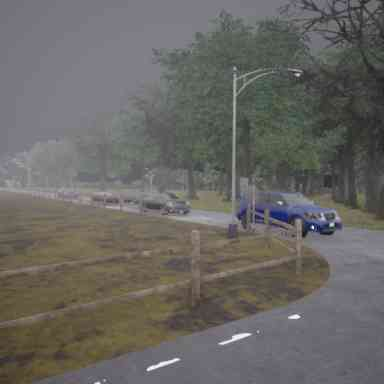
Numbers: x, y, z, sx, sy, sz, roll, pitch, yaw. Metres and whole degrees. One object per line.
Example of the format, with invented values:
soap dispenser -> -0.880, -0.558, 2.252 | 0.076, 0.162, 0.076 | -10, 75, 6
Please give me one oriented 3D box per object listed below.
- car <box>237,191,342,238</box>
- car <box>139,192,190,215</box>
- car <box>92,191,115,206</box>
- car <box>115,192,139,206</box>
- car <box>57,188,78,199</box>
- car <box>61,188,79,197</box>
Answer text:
car -> 4.579, 0.986, 16.610 | 2.150, 2.045, 5.566 | 0, 1, -31
car -> -2.059, 0.838, 26.425 | 2.097, 1.767, 4.553 | 0, 1, -35
car -> -9.717, 0.649, 37.207 | 1.882, 1.535, 5.008 | 0, 1, -35
car -> -6.542, 0.700, 37.818 | 2.128, 1.511, 4.902 | 0, 1, -35
car -> -18.663, 0.215, 49.932 | 2.097, 1.767, 4.553 | 0, 1, -35
car -> -21.784, 0.085, 59.228 | 1.837, 1.490, 4.892 | 0, 1, -35
